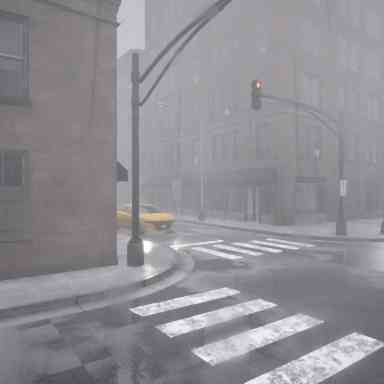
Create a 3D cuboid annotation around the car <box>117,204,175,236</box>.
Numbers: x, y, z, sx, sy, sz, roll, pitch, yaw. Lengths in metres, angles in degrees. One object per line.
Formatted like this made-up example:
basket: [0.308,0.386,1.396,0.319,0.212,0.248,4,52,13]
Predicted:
car: [-2.776,1.384,18.137,1.882,1.535,5.008,0,0,-35]
